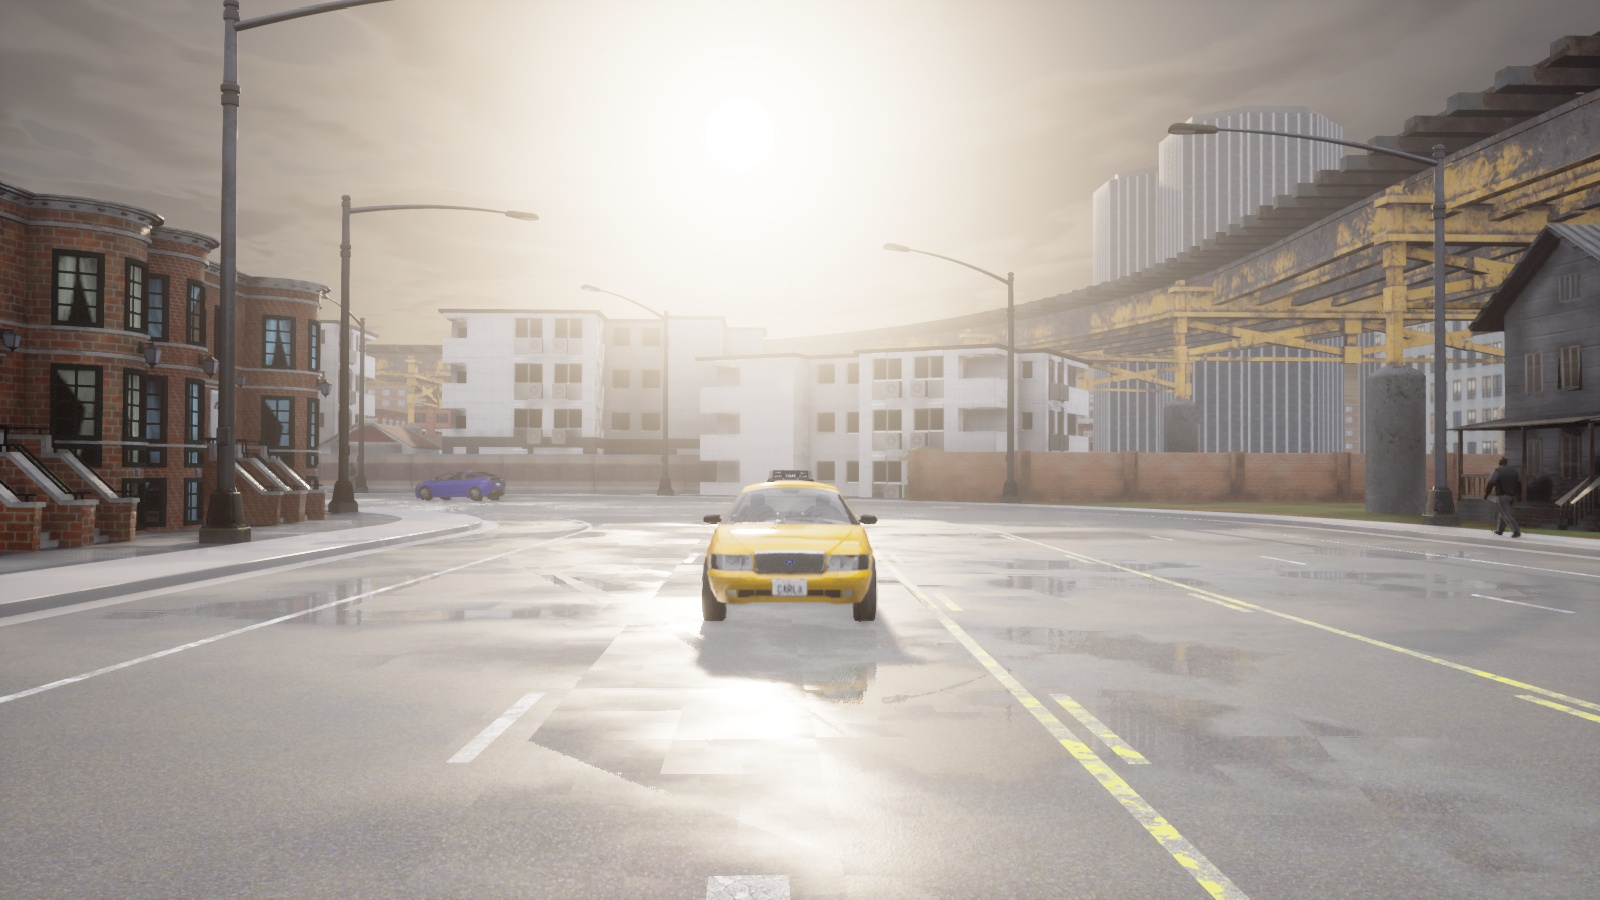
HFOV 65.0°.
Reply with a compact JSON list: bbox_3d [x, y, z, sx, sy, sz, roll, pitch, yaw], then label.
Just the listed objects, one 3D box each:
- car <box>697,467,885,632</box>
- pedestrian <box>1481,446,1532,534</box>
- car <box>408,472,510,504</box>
[{"bbox_3d":[-0.107,1.002,14.772,1.801,1.575,5.366,0,-1,0],"label":"car"},{"bbox_3d":[15.444,0.868,27.456,0.563,1.883,0.849,0,-1,-5],"label":"pedestrian"},{"bbox_3d":[-16.913,1.874,62.381,4.514,1.525,2.007,-1,-1,18],"label":"car"}]
